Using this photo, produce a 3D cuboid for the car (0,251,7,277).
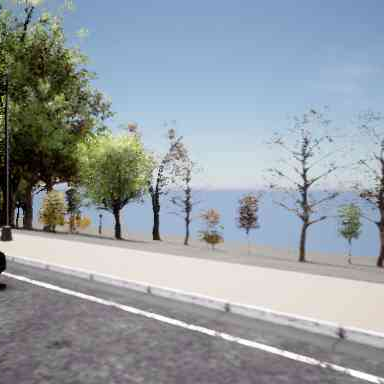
[{"bbox_3d":[-6.720,1.628,8.428,4.718,1.301,1.895,0,0,36],"label":"car"}]
